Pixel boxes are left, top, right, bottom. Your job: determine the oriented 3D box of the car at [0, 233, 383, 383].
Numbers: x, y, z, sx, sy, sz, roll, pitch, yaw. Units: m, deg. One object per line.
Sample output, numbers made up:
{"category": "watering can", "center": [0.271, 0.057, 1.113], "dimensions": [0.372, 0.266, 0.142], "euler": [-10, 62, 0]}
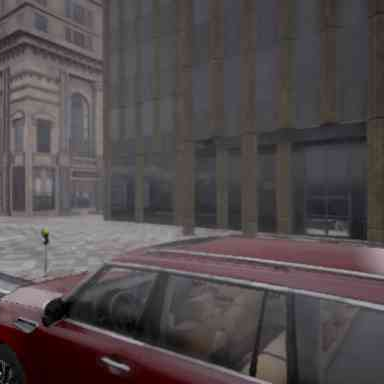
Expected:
{"category": "car", "center": [0.139, 1.314, 2.873], "dimensions": [5.009, 1.841, 2.192], "euler": [0, 0, 35]}
